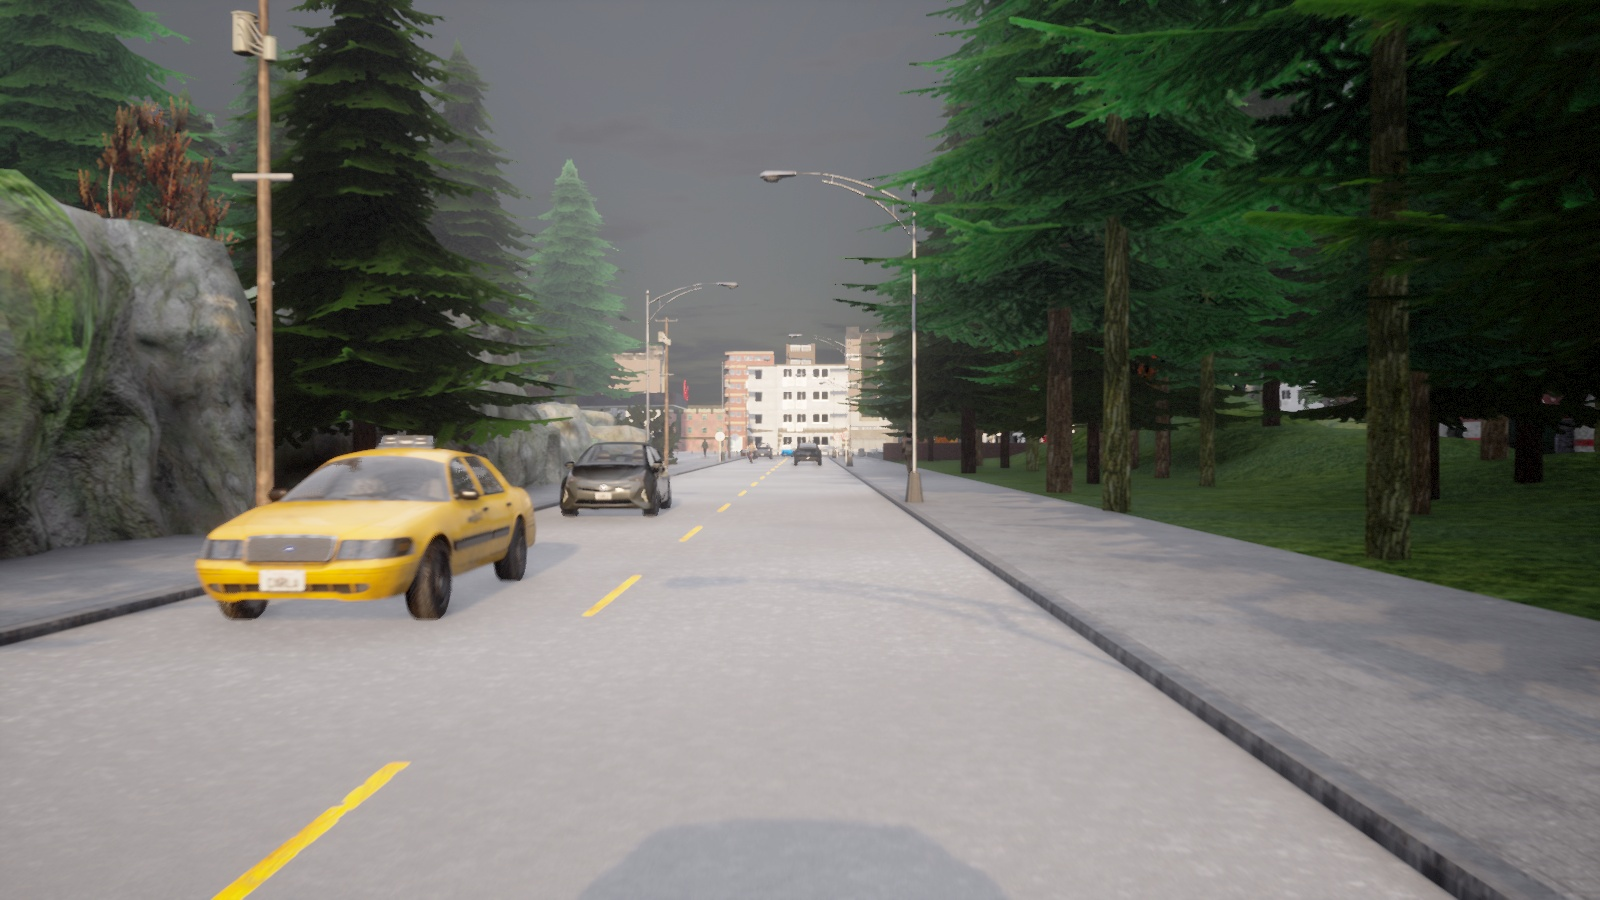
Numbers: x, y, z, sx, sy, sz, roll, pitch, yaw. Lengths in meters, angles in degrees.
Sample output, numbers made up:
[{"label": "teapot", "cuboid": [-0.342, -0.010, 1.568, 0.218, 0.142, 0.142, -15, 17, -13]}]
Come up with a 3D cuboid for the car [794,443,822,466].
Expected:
[{"label": "car", "cuboid": [0.521, 0.274, 84.962, 1.837, 1.490, 4.892, 0, 1, 0]}]

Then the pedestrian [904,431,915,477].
[{"label": "pedestrian", "cuboid": [4.598, 0.162, 52.852, 0.396, 1.930, 0.692, 0, 0, -2]}]

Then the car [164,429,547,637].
[{"label": "car", "cuboid": [-3.911, 0.613, 12.212, 1.801, 1.575, 5.366, 0, 0, 0]}]

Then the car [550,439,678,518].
[{"label": "car", "cuboid": [-3.825, 0.541, 26.556, 2.007, 1.525, 4.514, 0, 0, 0]}]
